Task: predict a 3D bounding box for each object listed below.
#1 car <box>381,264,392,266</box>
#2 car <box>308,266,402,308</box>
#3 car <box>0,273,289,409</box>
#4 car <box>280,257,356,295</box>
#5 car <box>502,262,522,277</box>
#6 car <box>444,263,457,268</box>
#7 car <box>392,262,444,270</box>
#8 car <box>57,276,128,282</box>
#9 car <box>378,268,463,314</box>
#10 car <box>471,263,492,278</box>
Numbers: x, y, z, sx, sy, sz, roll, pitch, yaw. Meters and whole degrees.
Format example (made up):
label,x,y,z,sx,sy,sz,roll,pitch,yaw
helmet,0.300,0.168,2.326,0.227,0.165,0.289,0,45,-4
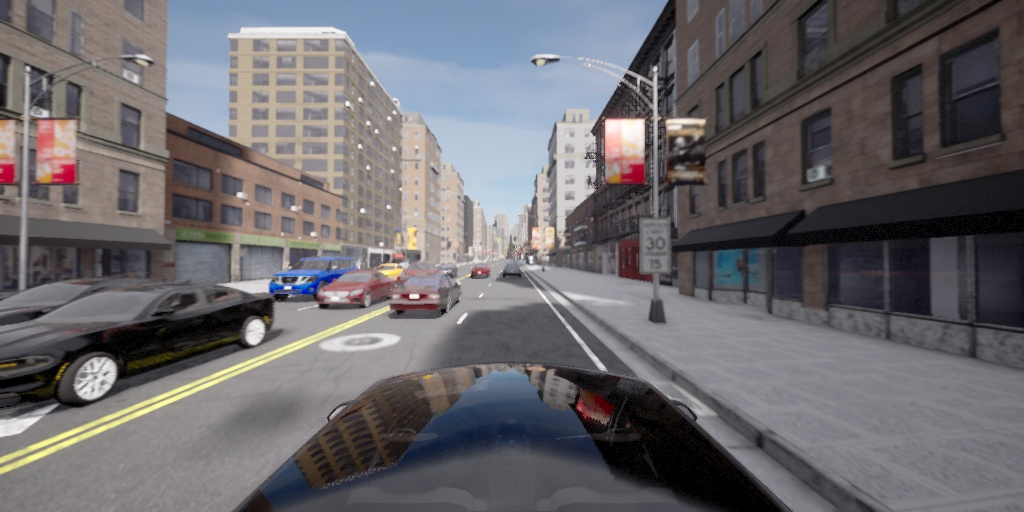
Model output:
label,x,y,z,sx,sy,sz,roll,pitch,yaw
car,-9.773,1.369,28.708,1.882,1.535,5.008,0,0,0
car,-6.589,1.348,15.695,1.812,1.442,4.674,0,0,0
car,-6.588,1.249,6.489,1.882,1.535,5.008,0,0,0
car,-9.840,1.059,18.452,2.150,2.045,5.566,0,0,-1
car,0.009,1.503,37.857,1.994,1.385,4.181,0,0,0
car,-6.497,1.421,35.915,2.128,1.511,4.902,0,0,0
car,-6.554,1.227,25.574,2.097,1.767,4.553,0,0,0
car,-9.839,1.259,8.276,1.882,1.535,5.008,0,0,1
car,-3.154,1.361,14.066,2.033,1.411,5.357,0,0,0
car,-3.161,1.461,37.086,1.812,1.442,4.674,0,0,0
